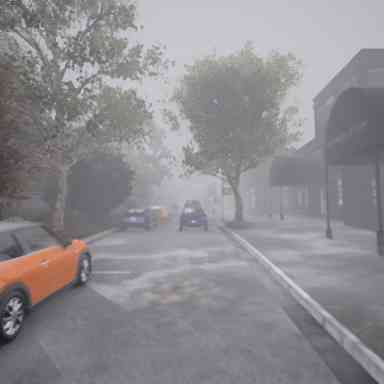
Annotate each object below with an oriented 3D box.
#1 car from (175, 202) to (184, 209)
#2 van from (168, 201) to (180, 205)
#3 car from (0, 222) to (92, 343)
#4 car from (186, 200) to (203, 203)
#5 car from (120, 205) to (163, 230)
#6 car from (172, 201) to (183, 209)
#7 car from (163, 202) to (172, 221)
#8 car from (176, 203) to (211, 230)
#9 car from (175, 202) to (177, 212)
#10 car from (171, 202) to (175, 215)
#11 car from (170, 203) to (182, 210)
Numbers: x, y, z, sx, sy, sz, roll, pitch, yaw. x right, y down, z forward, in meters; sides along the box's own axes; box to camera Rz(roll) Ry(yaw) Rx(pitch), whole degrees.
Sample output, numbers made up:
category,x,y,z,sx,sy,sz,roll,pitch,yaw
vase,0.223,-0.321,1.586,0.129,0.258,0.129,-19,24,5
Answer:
category,x,y,z,sx,sy,sz,roll,pitch,yaw
car,-3.167,3.433,85.136,2.097,1.535,5.008,0,-2,2
van,-3.631,2.671,62.484,1.878,1.987,4.442,1,-1,2
car,-3.656,1.368,6.677,2.185,1.767,4.553,0,0,2
car,0.089,2.095,42.768,2.150,2.045,5.566,0,-2,0
car,-3.638,1.822,23.411,2.163,1.488,4.792,1,-2,2
car,-3.408,3.177,79.438,2.185,1.767,4.553,-1,-1,2
car,-3.640,2.115,34.516,2.097,1.535,5.008,1,-2,2
car,0.097,1.794,23.581,1.882,1.535,5.008,0,-1,0
car,-3.651,2.468,45.679,2.163,1.488,4.792,0,-1,2
car,-3.648,2.276,40.075,2.097,1.535,5.008,0,-1,2
car,-3.409,3.176,73.728,2.231,1.521,4.892,0,-1,2
